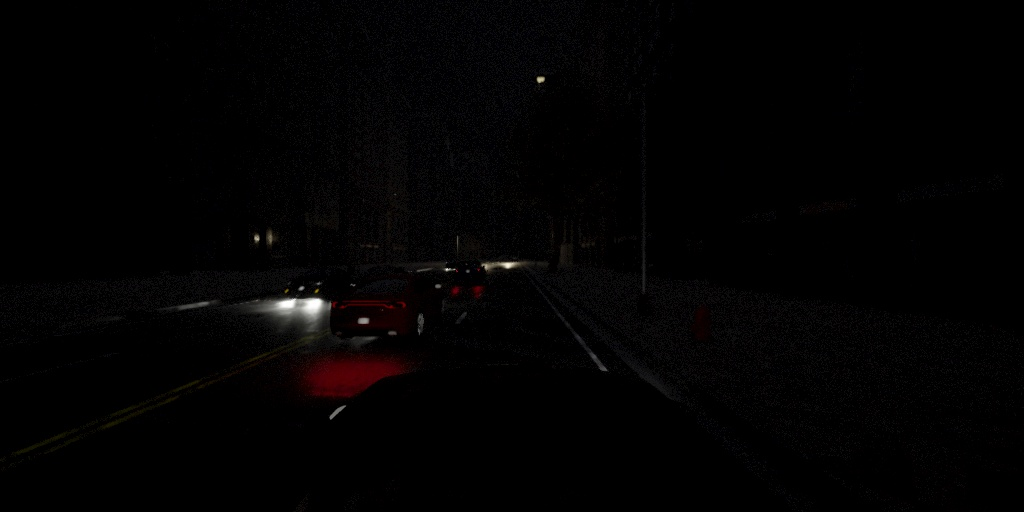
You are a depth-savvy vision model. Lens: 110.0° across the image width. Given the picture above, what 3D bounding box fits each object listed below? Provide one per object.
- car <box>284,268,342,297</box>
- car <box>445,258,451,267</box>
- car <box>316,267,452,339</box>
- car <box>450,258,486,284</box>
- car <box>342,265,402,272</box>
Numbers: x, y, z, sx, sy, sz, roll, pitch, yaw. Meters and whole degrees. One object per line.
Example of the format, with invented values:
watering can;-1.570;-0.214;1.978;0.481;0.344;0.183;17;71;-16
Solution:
car;-9.858;1.323;18.771;1.994;1.385;4.181;0;0;0
car;-9.821;1.143;60.215;2.097;1.767;4.553;0;0;1
car;-3.157;1.232;10.106;1.882;1.535;5.008;0;0;0
car;-3.164;1.118;27.735;2.097;1.767;4.553;0;0;0
car;-6.608;1.264;18.581;1.837;1.490;4.892;0;0;0
